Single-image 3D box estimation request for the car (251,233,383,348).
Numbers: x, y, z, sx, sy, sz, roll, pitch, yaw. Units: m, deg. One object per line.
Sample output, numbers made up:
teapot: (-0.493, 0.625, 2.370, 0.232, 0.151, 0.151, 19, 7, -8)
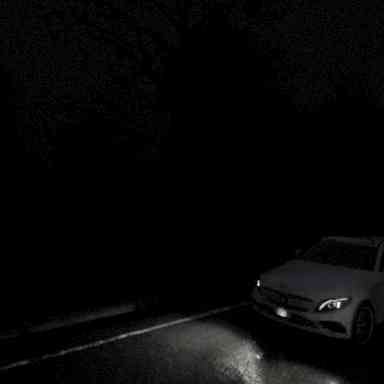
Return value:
car: (3.199, 1.592, 6.558, 4.674, 1.442, 1.812, 1, -1, -39)
